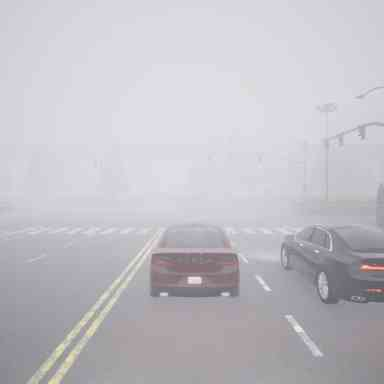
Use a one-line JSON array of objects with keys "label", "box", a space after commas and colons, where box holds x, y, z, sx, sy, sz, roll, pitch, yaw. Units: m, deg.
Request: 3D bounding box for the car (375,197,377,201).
[{"label": "car", "box": [25.897, 1.505, 47.083, 4.892, 1.490, 1.837, 0, 0, 0]}]

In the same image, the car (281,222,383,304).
[{"label": "car", "box": [3.556, 1.505, 8.101, 1.837, 1.490, 4.892, 0, 0, 0]}]

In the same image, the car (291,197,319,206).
[{"label": "car", "box": [16.576, 1.505, 47.112, 4.892, 1.490, 1.837, 0, 0, 0]}]

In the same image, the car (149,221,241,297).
[{"label": "car", "box": [0.058, 1.478, 8.614, 1.882, 1.535, 5.008, 0, 0, 0]}]

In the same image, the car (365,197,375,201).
[{"label": "car", "box": [20.495, 1.547, 43.598, 5.357, 1.411, 2.033, 0, 0, 0]}]

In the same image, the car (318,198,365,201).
[{"label": "car", "box": [17.979, 1.564, 40.108, 4.181, 1.385, 1.994, 0, 0, 0]}]

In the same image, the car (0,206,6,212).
[{"label": "car", "box": [-21.523, 1.547, 33.061, 5.357, 1.411, 2.033, 0, 0, 0]}]
